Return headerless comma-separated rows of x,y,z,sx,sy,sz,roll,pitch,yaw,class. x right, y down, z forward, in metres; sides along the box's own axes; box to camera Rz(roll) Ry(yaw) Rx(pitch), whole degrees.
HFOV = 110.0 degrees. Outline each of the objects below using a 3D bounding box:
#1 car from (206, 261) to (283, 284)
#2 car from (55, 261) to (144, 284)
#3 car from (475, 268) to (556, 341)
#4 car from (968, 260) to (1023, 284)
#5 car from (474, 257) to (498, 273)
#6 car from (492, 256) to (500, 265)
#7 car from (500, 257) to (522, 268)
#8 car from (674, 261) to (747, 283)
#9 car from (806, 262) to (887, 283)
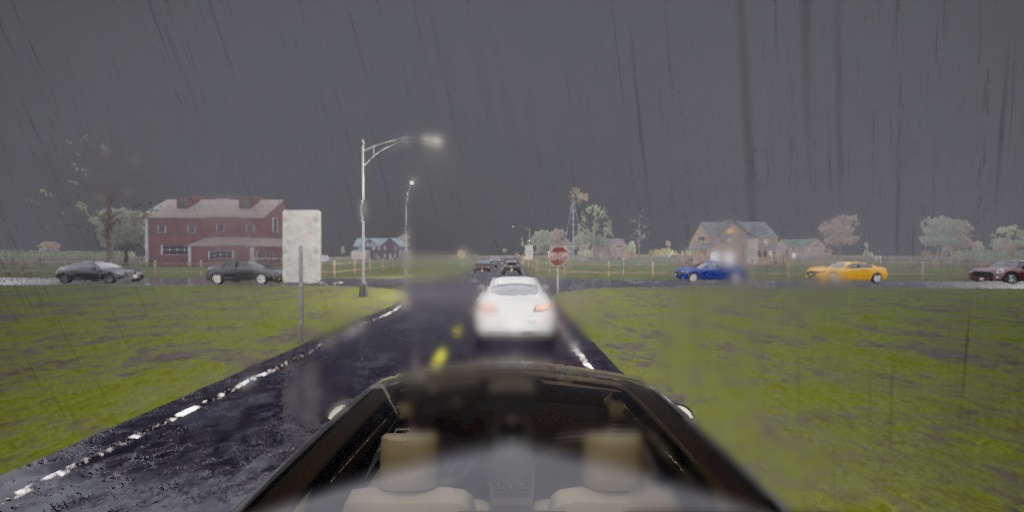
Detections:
-17.548,1.080,23.947,4.892,1.490,1.837,0,0,0,car
-27.533,1.073,23.989,4.674,1.442,1.812,0,0,0,car
0.073,1.231,9.580,1.812,1.442,4.674,0,0,0,car
37.137,1.105,26.667,4.553,1.767,2.097,0,0,0,car
-3.016,1.079,39.633,2.033,1.411,5.357,0,0,1,car
-3.011,1.004,52.032,2.033,1.411,5.357,0,0,0,car
-0.029,1.054,36.576,1.837,1.490,4.892,0,0,0,car
14.737,1.136,26.775,5.008,1.535,1.882,0,0,0,car
24.847,1.175,26.733,5.008,1.535,1.882,0,0,0,car
